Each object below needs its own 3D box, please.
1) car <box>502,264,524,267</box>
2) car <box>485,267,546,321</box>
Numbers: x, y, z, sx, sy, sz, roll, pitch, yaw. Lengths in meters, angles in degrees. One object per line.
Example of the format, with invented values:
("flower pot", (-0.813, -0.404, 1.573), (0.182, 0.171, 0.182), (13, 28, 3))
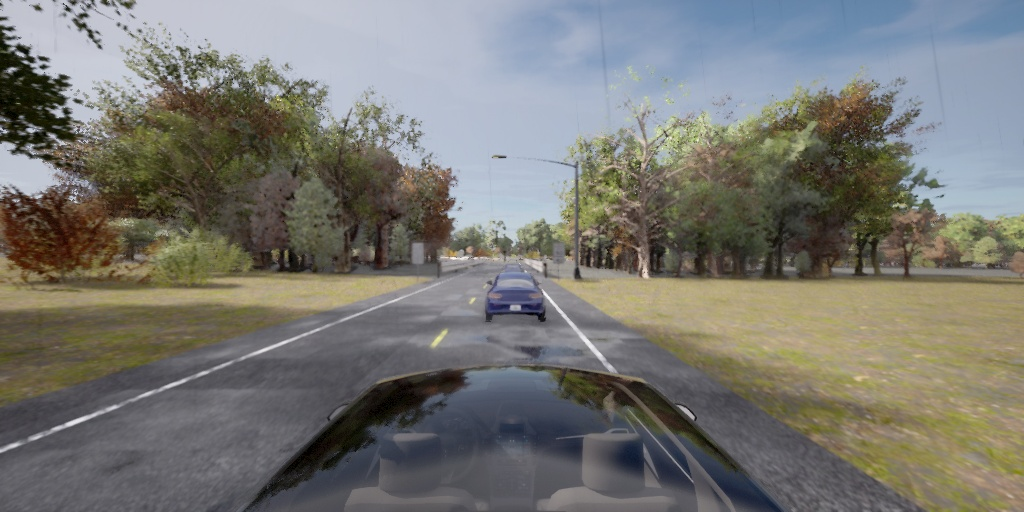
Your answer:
("car", (0.089, 1.306, 29.376), (1.994, 1.385, 4.181), (0, 0, 0))
("car", (0.098, 1.273, 12.286), (1.812, 1.442, 4.674), (0, 0, 0))
